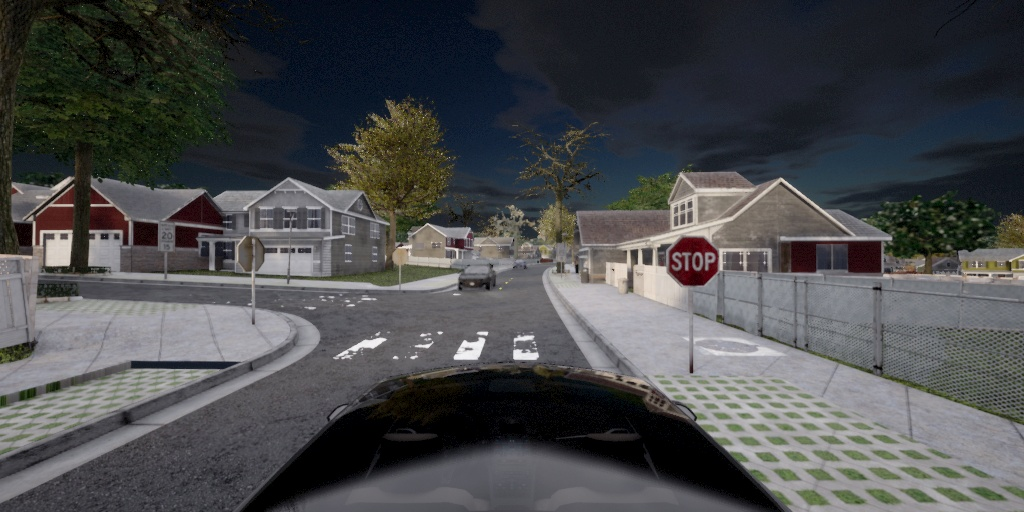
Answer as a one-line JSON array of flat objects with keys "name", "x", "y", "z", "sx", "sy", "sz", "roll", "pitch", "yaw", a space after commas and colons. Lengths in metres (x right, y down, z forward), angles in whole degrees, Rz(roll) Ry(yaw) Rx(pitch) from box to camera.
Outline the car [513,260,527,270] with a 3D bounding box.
[{"name": "car", "x": 1.347, "y": 1.318, "z": 57.162, "sx": 1.812, "sy": 1.442, "sz": 4.674, "roll": 0, "pitch": 0, "yaw": 9}]

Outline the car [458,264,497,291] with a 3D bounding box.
[{"name": "car", "x": -2.052, "y": 1.262, "z": 22.271, "sx": 1.882, "sy": 1.535, "sz": 5.008, "roll": 0, "pitch": 0, "yaw": 3}]
